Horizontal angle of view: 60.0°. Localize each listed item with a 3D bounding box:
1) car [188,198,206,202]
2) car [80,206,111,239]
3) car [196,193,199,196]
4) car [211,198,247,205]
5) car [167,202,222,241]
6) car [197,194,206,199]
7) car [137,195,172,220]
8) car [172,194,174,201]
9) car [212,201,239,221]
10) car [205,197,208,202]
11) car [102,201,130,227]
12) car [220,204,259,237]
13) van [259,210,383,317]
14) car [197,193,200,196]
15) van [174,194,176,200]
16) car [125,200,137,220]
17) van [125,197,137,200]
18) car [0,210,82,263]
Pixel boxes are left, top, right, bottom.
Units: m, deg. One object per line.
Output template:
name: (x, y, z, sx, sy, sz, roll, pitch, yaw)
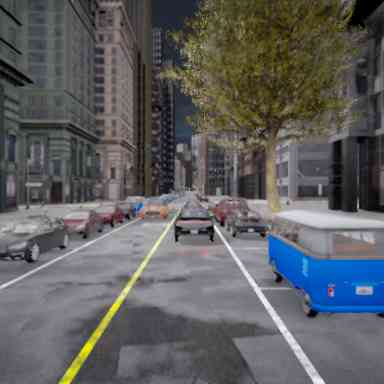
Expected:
car: (0.095, 1.585, 32.587, 1.994, 1.385, 4.181, 0, 0, 0)
car: (-5.767, 1.591, 17.275, 1.802, 1.307, 4.206, 0, 0, 0)
car: (2.757, 1.636, 93.754, 1.752, 1.417, 4.829, 0, 0, 0)
car: (2.756, 1.328, 23.046, 2.192, 1.841, 5.009, 0, 0, 0)
car: (0.098, 1.500, 16.695, 2.128, 1.511, 4.902, 0, 0, 0)
car: (2.763, 1.625, 77.008, 1.887, 1.381, 4.507, 0, 0, 0)
car: (-3.093, 1.369, 28.486, 2.097, 1.767, 4.553, 0, 0, 0)
car: (-5.792, 1.624, 77.025, 1.887, 1.381, 4.507, 0, 0, 0)
car: (2.756, 1.562, 28.335, 1.887, 1.381, 4.507, 0, 0, 0)
car: (2.760, 1.553, 39.085, 1.752, 1.417, 4.829, 0, 0, 0)
car: (-5.768, 1.557, 22.689, 1.887, 1.381, 4.507, 0, 0, 0)
car: (2.758, 1.560, 17.757, 2.008, 1.369, 4.403, 0, 0, 0)
van: (2.759, 1.344, 7.179, 1.690, 1.788, 3.998, 0, 0, 0)
car: (2.761, 1.634, 82.534, 1.887, 1.381, 4.507, 0, 0, 0)
van: (-5.792, 1.441, 88.075, 1.690, 1.788, 3.998, 0, 0, 0)
car: (-5.769, 1.583, 28.102, 1.947, 1.339, 4.313, 0, 0, 0)
van: (-5.771, 1.363, 33.516, 1.690, 1.788, 3.998, 0, 0, 0)
car: (-5.766, 1.556, 11.863, 2.008, 1.369, 4.403, 0, 0, 0)
